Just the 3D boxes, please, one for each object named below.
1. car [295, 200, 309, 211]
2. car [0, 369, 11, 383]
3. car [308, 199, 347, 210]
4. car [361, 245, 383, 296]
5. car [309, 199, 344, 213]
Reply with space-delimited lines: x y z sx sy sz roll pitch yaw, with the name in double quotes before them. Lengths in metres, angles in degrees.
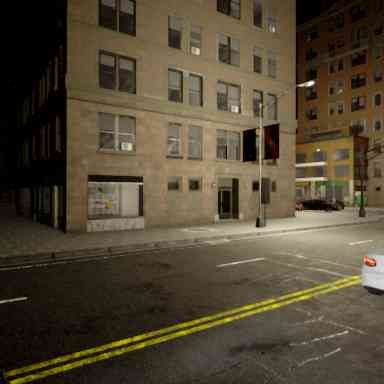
"car" 10.828 1.419 38.350 1.967 1.590 4.097 0 0 -35
"car" -3.193 1.601 1.174 4.718 1.301 1.895 0 0 -35
"car" 17.405 1.575 42.947 1.947 1.339 4.313 0 0 -35
"car" 5.561 1.525 7.369 4.674 1.442 1.812 0 0 -35
"car" 14.541 1.515 37.467 1.812 1.442 4.674 0 0 -35
